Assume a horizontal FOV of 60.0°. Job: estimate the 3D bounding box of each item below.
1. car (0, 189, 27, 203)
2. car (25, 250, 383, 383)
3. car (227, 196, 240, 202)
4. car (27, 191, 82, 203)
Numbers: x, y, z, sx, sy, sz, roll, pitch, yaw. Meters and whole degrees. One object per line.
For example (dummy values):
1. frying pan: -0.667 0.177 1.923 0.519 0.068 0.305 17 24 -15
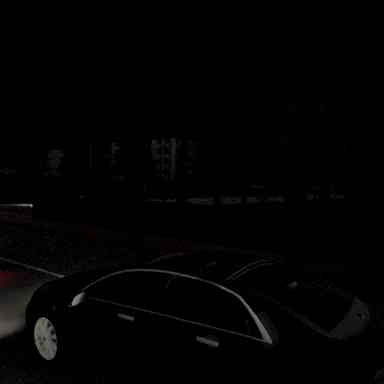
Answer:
1. car: -19.465 0.419 35.494 2.128 1.511 4.902 2 1 38
2. car: -0.131 1.490 4.077 4.892 1.490 1.837 1 0 36
3. car: 6.700 0.815 52.257 1.837 1.490 4.892 2 1 37
4. car: -14.532 0.595 36.157 2.033 1.411 5.357 2 1 38
